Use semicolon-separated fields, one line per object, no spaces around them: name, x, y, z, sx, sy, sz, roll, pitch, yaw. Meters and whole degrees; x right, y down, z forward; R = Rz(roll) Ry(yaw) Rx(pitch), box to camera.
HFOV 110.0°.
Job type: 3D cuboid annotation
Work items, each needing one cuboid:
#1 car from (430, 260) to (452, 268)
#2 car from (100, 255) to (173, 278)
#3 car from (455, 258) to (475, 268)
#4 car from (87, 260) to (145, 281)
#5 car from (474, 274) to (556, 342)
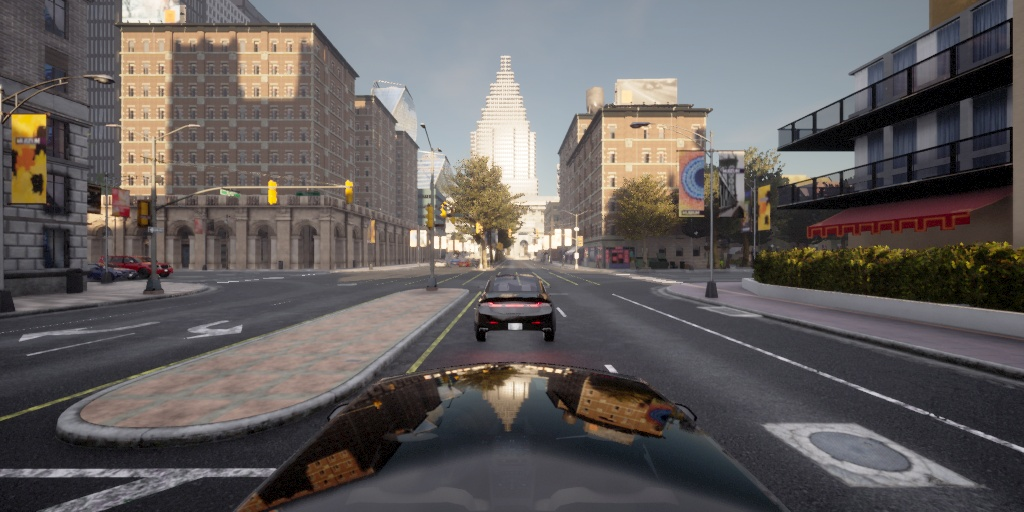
car;-11.549;1.351;58.859;1.895;1.301;4.718;0;0;0
car;-34.439;0.971;32.738;5.566;2.045;2.150;0;0;-2
car;-8.047;1.227;61.483;1.882;1.535;5.008;0;0;0
car;-33.439;1.276;29.249;4.674;1.442;1.812;0;0;0
car;0.080;1.242;9.827;2.128;1.511;4.902;0;0;0
